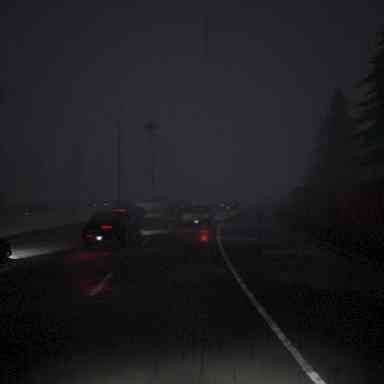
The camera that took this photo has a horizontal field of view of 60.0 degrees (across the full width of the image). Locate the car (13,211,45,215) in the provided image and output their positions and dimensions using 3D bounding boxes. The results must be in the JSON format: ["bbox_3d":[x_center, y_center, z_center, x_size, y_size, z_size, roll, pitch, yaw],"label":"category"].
[{"bbox_3d":[-18.223,1.913,38.190,2.097,1.767,4.553,-1,0,14],"label":"car"}]

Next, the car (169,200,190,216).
[{"bbox_3d":[-0.889,1.618,34.658,1.882,1.535,5.008,-2,0,14],"label":"car"}]

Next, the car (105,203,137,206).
[{"bbox_3d":[-5.611,1.726,29.596,2.128,1.511,4.902,-1,0,10],"label":"car"}]

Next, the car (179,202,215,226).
[{"bbox_3d":[0.594,1.671,24.264,1.895,1.301,4.718,-1,0,8],"label":"car"}]

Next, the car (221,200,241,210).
[{"bbox_3d":[5.029,1.629,42.631,1.895,1.301,4.718,-1,0,17],"label":"car"}]

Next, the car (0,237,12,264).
[{"bbox_3d":[-7.340,1.772,10.096,1.994,1.385,4.181,-1,0,-1],"label":"car"}]

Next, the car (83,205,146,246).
[{"bbox_3d":[-3.741,1.649,16.181,1.837,1.490,4.892,-2,0,3],"label":"car"}]
